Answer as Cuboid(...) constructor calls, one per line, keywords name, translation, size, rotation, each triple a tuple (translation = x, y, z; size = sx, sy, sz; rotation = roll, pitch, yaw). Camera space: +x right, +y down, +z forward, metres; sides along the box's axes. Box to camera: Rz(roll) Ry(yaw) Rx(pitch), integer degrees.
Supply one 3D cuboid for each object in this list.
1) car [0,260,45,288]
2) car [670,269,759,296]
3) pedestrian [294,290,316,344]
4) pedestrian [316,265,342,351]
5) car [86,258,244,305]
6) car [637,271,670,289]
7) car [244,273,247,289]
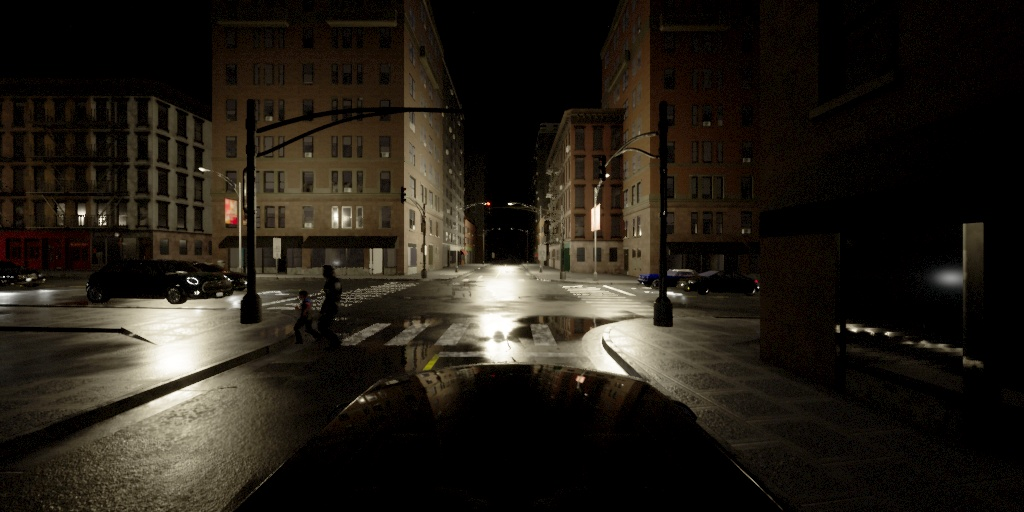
Cuboid(name="car", translation=(-26.236, 0.862, 17.679), size=(4.892, 1.490, 1.837), rotation=(1, 0, 0))
Cuboid(name="car", translation=(11.952, 1.531, 20.980), size=(4.181, 1.385, 1.994), rotation=(1, 0, 0))
Cuboid(name="pedestrian", translation=(-4.615, 1.323, 8.083), size=(0.375, 1.300, 0.375), rotation=(0, 0, 0))
Cuboid(name="pedestrian", translation=(-3.752, 1.044, 7.482), size=(0.375, 1.860, 0.375), rotation=(0, 0, 0))
Cuboid(name="car", translation=(-13.874, 0.907, 14.342), size=(4.553, 1.767, 2.097), rotation=(1, 0, 1))
Cuboid(name="car", translation=(11.032, 1.553, 24.233), size=(4.718, 1.301, 1.895), rotation=(1, 0, 0))
Cuboid(name="car", translation=(-15.488, 1.033, 17.635), size=(4.892, 1.490, 1.837), rotation=(1, 0, 0))
